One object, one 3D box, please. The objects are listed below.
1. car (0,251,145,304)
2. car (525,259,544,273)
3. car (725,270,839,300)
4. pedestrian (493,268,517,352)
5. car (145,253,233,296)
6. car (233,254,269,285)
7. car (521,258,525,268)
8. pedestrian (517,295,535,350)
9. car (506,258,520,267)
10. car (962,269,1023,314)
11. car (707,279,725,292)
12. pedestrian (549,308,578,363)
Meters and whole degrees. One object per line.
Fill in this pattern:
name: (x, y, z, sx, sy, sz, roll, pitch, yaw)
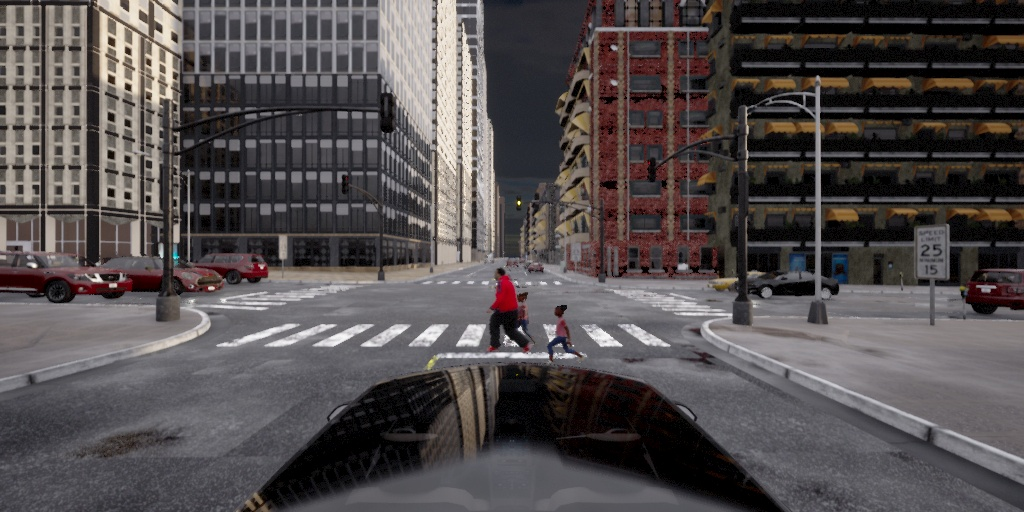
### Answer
car: (-17.560, 0.748, 13.484, 5.009, 1.841, 2.192, 0, 0, 0)
car: (2.793, 1.310, 41.816, 1.802, 1.307, 4.207, 0, 0, 0)
car: (14.818, 1.518, 19.517, 5.008, 1.535, 1.882, 1, 0, 0)
pedestrian: (-0.140, 1.040, 7.254, 0.375, 1.860, 0.375, 0, 0, 0)
car: (-15.731, 0.825, 16.088, 4.553, 1.767, 2.097, 1, 0, 0)
car: (-17.684, 0.761, 21.863, 5.009, 1.841, 2.192, 0, 0, 0)
car: (2.760, 1.276, 54.733, 2.007, 1.370, 4.403, 0, 0, 0)
pedestrian: (0.252, 1.039, 7.942, 0.375, 1.860, 0.375, 0, 0, 0)
car: (0.082, 1.077, 63.972, 2.097, 1.767, 4.553, 0, 0, 0)
car: (20.614, 1.451, 13.800, 5.009, 1.841, 2.192, 0, 0, 0)
car: (14.656, 1.571, 22.103, 4.829, 1.417, 1.751, 0, 0, 0)
pedestrian: (0.943, 1.040, 6.629, 0.375, 1.860, 0.375, 0, 0, 0)
